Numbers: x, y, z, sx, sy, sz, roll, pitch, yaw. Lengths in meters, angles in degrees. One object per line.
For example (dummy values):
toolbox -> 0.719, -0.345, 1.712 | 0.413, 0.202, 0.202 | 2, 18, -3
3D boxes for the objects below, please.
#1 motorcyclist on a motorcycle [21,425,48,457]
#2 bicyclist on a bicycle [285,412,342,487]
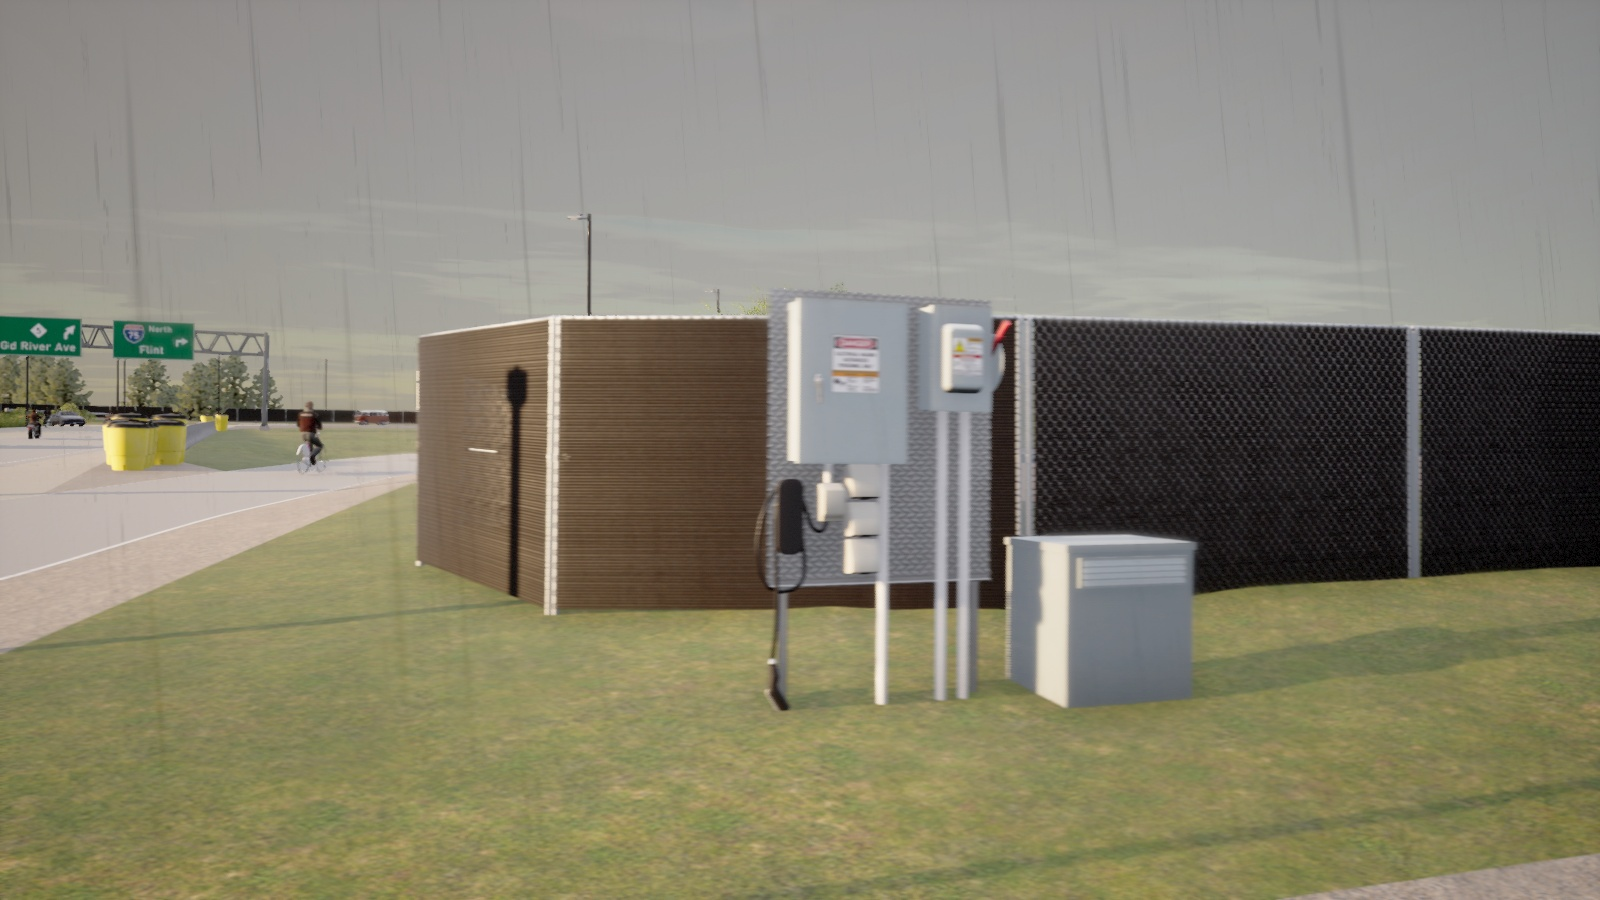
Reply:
motorcyclist on a motorcycle -> -40.896, -0.499, 67.126 | 0.766, 1.649, 2.350 | -1, 1, -21
bicyclist on a bicycle -> -11.785, -0.040, 30.472 | 0.659, 1.776, 1.843 | -1, 2, 0
